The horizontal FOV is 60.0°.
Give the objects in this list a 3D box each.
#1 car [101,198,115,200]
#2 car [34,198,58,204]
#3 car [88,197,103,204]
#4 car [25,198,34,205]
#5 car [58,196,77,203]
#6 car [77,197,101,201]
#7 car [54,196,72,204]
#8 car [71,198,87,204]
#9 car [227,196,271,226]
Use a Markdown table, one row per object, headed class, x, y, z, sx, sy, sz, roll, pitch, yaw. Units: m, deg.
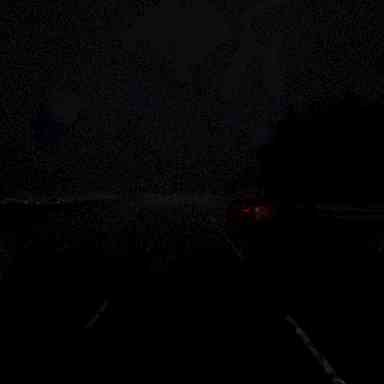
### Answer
| class | x | y | z | sx | sy | sz | roll | pitch | yaw |
| --- | --- | --- | --- | --- | --- | --- | --- | --- | --- |
| car | -17.496 | 1.956 | 71.929 | 1.895 | 1.301 | 4.718 | 0 | 0 | 0 |
| car | -24.532 | 1.788 | 57.002 | 1.837 | 1.490 | 4.892 | 0 | 0 | 1 |
| car | -20.997 | 1.889 | 72.571 | 1.812 | 1.442 | 4.674 | 0 | 0 | 0 |
| car | -27.997 | 1.801 | 59.602 | 1.837 | 1.490 | 4.892 | 0 | 0 | 0 |
| car | -21.020 | 1.813 | 57.844 | 1.812 | 1.442 | 4.674 | 0 | 0 | 1 |
| car | -17.540 | 1.846 | 56.797 | 1.994 | 1.385 | 4.181 | 0 | 0 | 1 |
| car | -27.996 | 1.716 | 72.386 | 2.097 | 1.767 | 4.553 | 0 | 0 | 0 |
| car | -24.496 | 1.958 | 72.228 | 1.895 | 1.301 | 4.718 | 0 | 0 | 0 |
| car | 4.138 | 1.348 | 24.862 | 2.150 | 2.045 | 5.566 | 0 | 0 | -6 |
